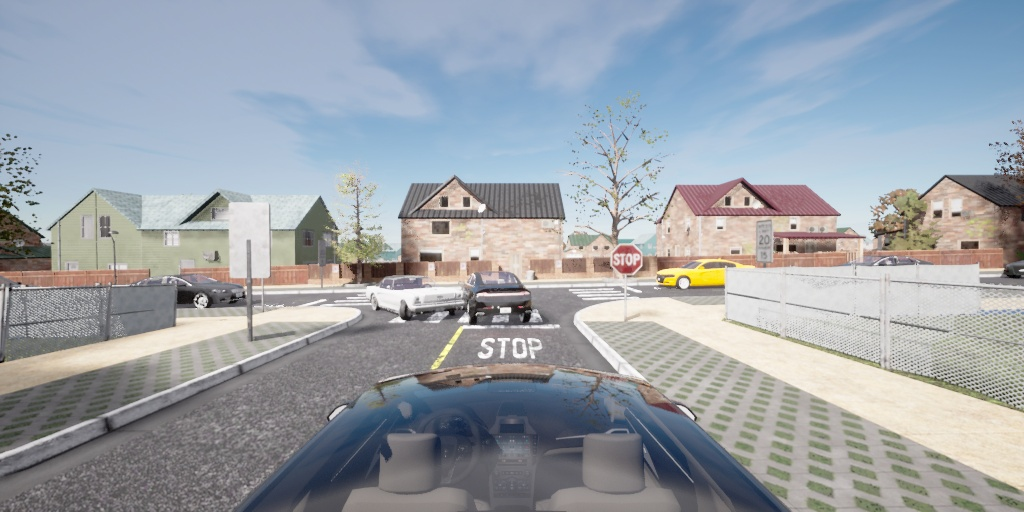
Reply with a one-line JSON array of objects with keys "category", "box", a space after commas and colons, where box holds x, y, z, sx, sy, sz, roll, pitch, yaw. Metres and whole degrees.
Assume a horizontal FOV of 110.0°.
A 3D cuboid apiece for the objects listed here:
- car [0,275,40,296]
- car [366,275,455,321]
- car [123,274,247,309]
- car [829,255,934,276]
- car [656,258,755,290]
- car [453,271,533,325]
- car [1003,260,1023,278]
[{"category": "car", "box": [-24.232, 1.655, 16.300, 4.553, 1.767, 2.097, -1, 1, 0]}, {"category": "car", "box": [-3.597, 1.373, 12.836, 1.895, 1.301, 4.718, 0, 0, -38]}, {"category": "car", "box": [-14.894, 1.573, 16.337, 4.902, 1.511, 2.128, -1, 1, 0]}, {"category": "car", "box": [19.818, 0.711, 19.412, 4.902, 1.511, 2.128, -1, 1, 0]}, {"category": "car", "box": [10.389, 0.920, 19.342, 5.008, 1.535, 1.882, -1, 1, -1]}, {"category": "car", "box": [-0.680, 1.247, 11.975, 2.128, 1.511, 4.902, 0, 0, -12]}, {"category": "car", "box": [29.697, 0.551, 19.438, 4.181, 1.385, 1.994, -1, 1, 0]}]
